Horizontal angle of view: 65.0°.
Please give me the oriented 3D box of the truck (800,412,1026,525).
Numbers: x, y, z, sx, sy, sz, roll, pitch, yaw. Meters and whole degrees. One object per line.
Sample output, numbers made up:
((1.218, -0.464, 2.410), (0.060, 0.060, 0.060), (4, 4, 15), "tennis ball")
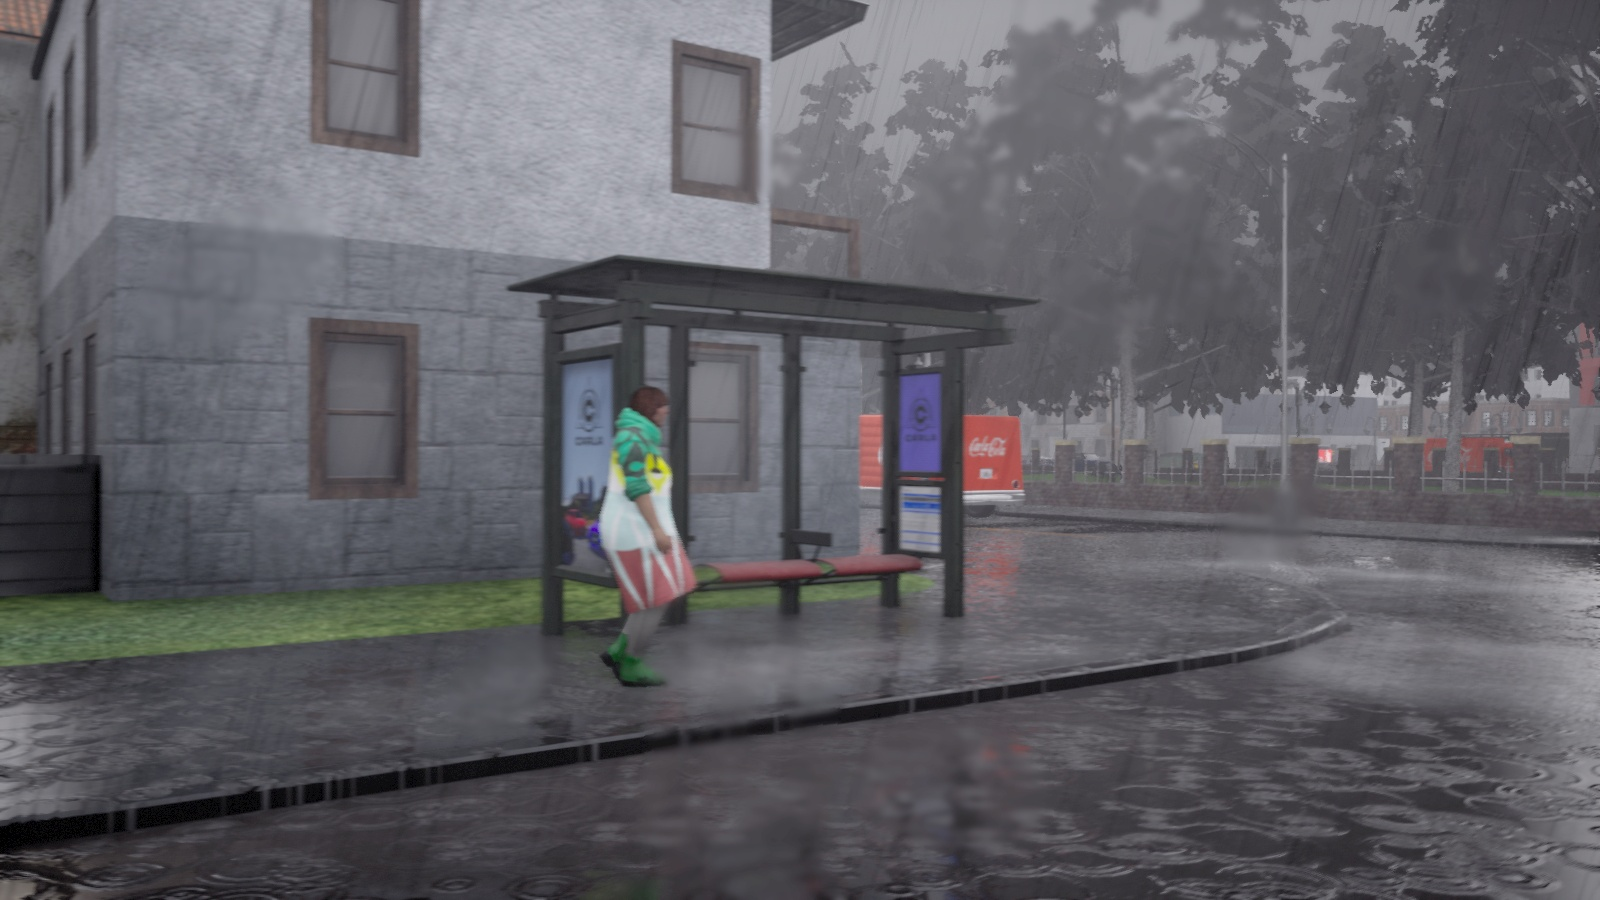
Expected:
((2.615, 0.376, 30.296), (2.627, 2.467, 5.204), (0, 1, -36), "truck")

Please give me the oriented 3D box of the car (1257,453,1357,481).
((28.906, 0.935, 71.703), (2.128, 1.511, 4.902), (0, 0, -35), "car")

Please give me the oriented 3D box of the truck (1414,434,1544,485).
((34.429, 0.461, 63.800), (2.627, 2.467, 5.204), (0, 0, -35), "truck")

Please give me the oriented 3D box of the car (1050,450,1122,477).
((19.409, 0.891, 85.290), (2.097, 1.767, 4.553), (0, 0, -35), "car")

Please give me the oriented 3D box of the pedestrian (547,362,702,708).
((-1.042, 0.481, 7.468), (0.873, 1.952, 0.659), (0, 0, -9), "pedestrian")
